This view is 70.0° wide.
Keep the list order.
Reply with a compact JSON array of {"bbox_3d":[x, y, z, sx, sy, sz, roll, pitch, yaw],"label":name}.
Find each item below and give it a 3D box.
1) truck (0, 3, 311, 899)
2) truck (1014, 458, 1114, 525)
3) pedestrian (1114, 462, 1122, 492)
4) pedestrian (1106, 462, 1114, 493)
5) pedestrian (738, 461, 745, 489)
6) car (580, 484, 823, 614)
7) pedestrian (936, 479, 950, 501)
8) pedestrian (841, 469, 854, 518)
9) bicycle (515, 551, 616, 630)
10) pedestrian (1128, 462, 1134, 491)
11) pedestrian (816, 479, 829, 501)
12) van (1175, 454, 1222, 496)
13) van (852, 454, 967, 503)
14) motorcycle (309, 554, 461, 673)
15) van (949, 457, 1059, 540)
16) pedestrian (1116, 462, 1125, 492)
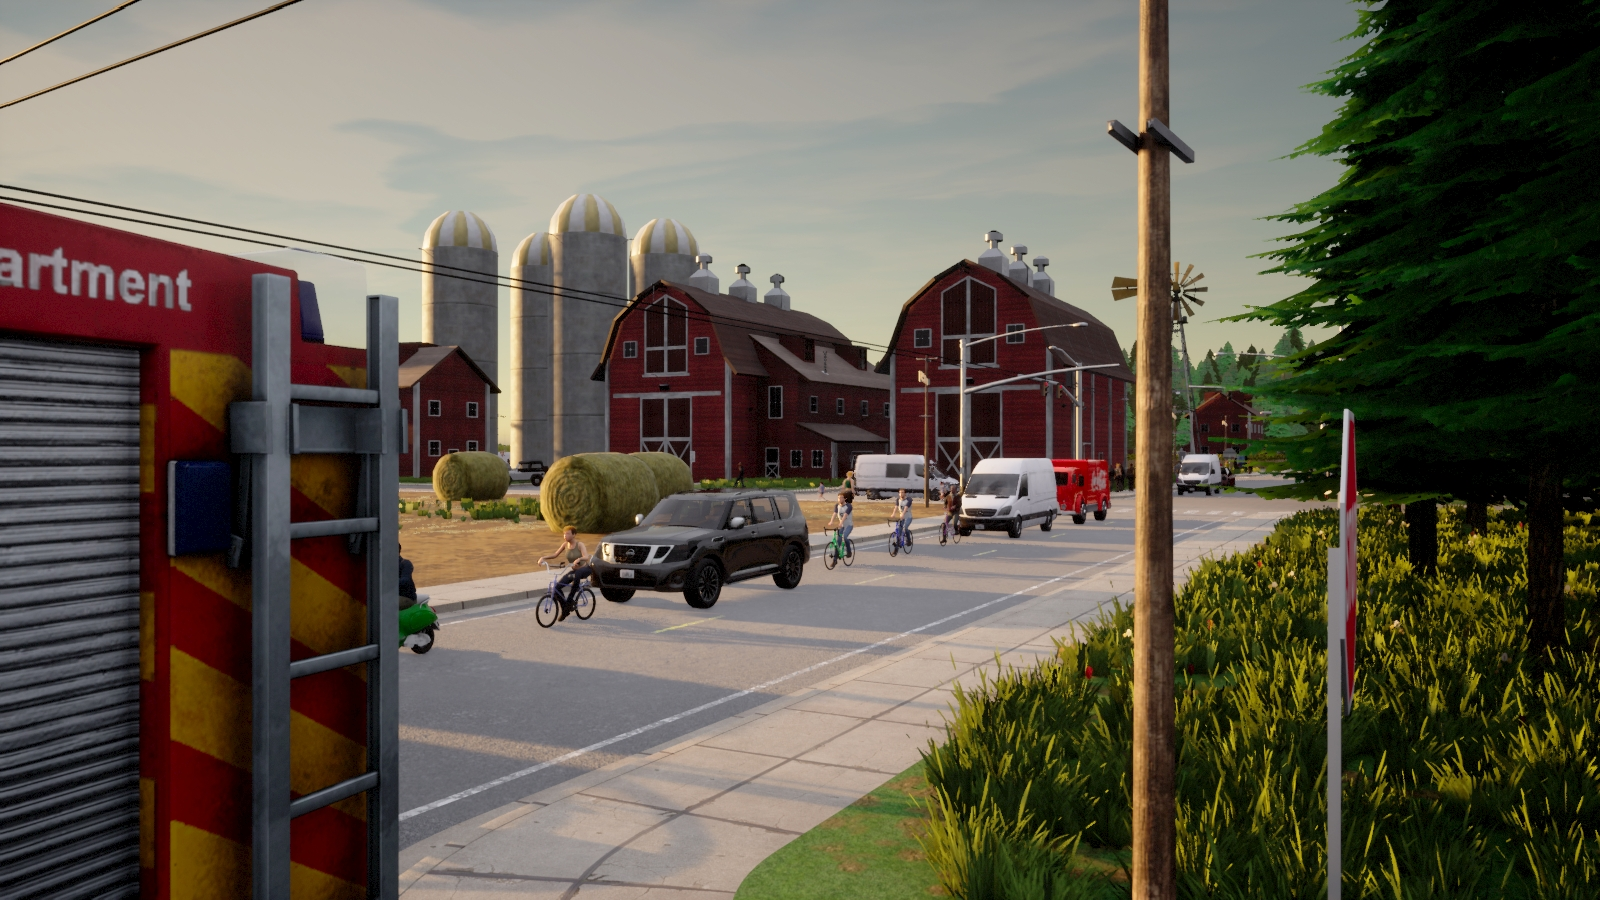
[{"bbox_3d":[-6.019,0.867,3.736,8.468,3.827,2.891,0,0,20],"label":"truck"},{"bbox_3d":[10.573,1.568,45.387,2.627,2.467,5.204,0,0,28],"label":"truck"},{"bbox_3d":[19.830,1.696,71.270,0.375,1.860,0.375,0,0,40],"label":"pedestrian"},{"bbox_3d":[19.136,1.695,70.499,0.375,1.860,0.375,0,0,30],"label":"pedestrian"},{"bbox_3d":[-3.898,1.669,76.081,0.375,1.860,0.375,0,0,28],"label":"pedestrian"},{"bbox_3d":[-1.724,1.779,22.454,2.150,2.045,5.566,0,0,27],"label":"car"},{"bbox_3d":[7.274,2.051,58.202,0.500,1.100,0.500,0,0,-28],"label":"pedestrian"},{"bbox_3d":[1.820,1.679,43.794,0.375,1.860,0.375,0,0,32],"label":"pedestrian"},{"bbox_3d":[-3.798,2.256,18.609,0.859,1.080,1.487,0,0,28],"label":"bicycle"},{"bbox_3d":[21.448,1.694,73.997,0.375,1.860,0.375,0,0,22],"label":"pedestrian"},{"bbox_3d":[1.137,2.054,58.230,0.500,1.100,0.500,0,0,23],"label":"pedestrian"},{"bbox_3d":[25.696,1.534,73.536,1.988,2.561,5.915,0,0,28],"label":"van"},{"bbox_3d":[5.961,1.509,62.505,5.915,2.561,1.988,0,0,27],"label":"van"},{"bbox_3d":[-5.536,2.142,15.339,0.856,1.316,1.805,0,0,28],"label":"motorcycle"},{"bbox_3d":[7.076,1.534,38.964,1.988,2.561,5.915,0,0,28],"label":"van"},{"bbox_3d":[20.226,1.695,72.079,0.375,1.860,0.375,0,0,40],"label":"pedestrian"}]
